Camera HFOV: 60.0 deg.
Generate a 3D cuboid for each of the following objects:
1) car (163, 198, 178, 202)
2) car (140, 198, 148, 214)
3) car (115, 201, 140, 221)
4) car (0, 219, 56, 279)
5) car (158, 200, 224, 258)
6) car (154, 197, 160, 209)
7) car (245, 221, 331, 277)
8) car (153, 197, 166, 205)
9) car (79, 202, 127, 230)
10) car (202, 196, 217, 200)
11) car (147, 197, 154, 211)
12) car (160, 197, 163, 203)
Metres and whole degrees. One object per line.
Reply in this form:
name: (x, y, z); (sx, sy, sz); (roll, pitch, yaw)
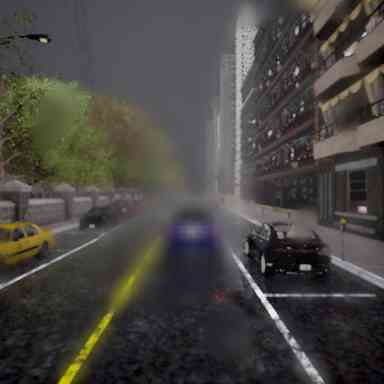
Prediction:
car: (-3.098, 1.613, 52.522); (1.895, 1.301, 4.718); (0, 0, 0)
car: (-5.699, 1.585, 32.206); (1.802, 1.307, 4.206); (0, 0, 0)
car: (-5.696, 1.441, 26.667); (1.967, 1.590, 4.097); (0, 0, 0)
car: (-5.691, 1.524, 9.881); (1.752, 1.417, 4.829); (0, 0, 0)
car: (0.038, 1.351, 12.922); (2.097, 1.767, 4.553); (0, 0, 1)
car: (-5.703, 1.448, 43.284); (1.967, 1.590, 4.097); (0, 0, 0)
car: (2.689, 1.550, 10.057); (2.008, 1.369, 4.403); (0, 0, 0)
car: (-5.838, 1.562, 59.899); (1.887, 1.381, 4.507); (0, 0, 0)
car: (-5.695, 1.566, 21.129); (1.947, 1.339, 4.313); (0, 0, 0)
car: (2.677, 1.559, 43.289); (2.008, 1.369, 4.403); (0, 0, 0)
car: (-5.701, 1.530, 37.574); (1.752, 1.417, 4.829); (0, 0, 0)
car: (-5.785, 1.564, 54.359); (2.008, 1.369, 4.403); (0, 0, 0)
